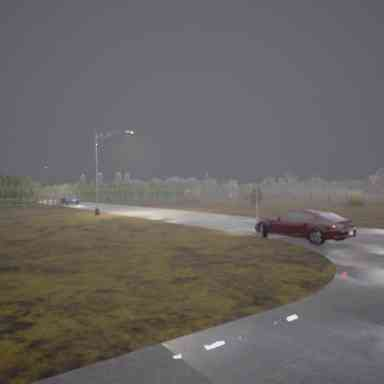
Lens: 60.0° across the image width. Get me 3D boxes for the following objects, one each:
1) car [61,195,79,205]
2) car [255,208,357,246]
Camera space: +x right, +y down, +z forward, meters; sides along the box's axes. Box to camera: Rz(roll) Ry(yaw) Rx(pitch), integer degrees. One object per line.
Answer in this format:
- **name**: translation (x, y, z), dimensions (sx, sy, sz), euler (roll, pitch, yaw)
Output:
- **car**: translation (-18.486, 1.147, 50.093), dimensions (2.128, 1.511, 4.902), euler (-2, 1, -35)
- **car**: translation (5.021, 1.464, 15.244), dimensions (1.812, 1.442, 4.674), euler (-1, 1, -38)
